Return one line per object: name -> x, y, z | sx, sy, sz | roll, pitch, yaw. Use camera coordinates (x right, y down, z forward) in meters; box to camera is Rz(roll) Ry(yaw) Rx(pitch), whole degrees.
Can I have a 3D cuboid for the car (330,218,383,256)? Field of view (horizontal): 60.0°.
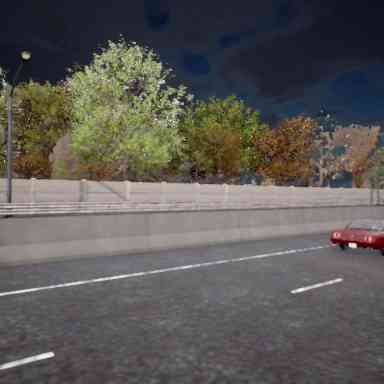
car -> 7.836, 1.737, 13.744 | 4.718, 1.301, 1.895 | 1, 0, -35
